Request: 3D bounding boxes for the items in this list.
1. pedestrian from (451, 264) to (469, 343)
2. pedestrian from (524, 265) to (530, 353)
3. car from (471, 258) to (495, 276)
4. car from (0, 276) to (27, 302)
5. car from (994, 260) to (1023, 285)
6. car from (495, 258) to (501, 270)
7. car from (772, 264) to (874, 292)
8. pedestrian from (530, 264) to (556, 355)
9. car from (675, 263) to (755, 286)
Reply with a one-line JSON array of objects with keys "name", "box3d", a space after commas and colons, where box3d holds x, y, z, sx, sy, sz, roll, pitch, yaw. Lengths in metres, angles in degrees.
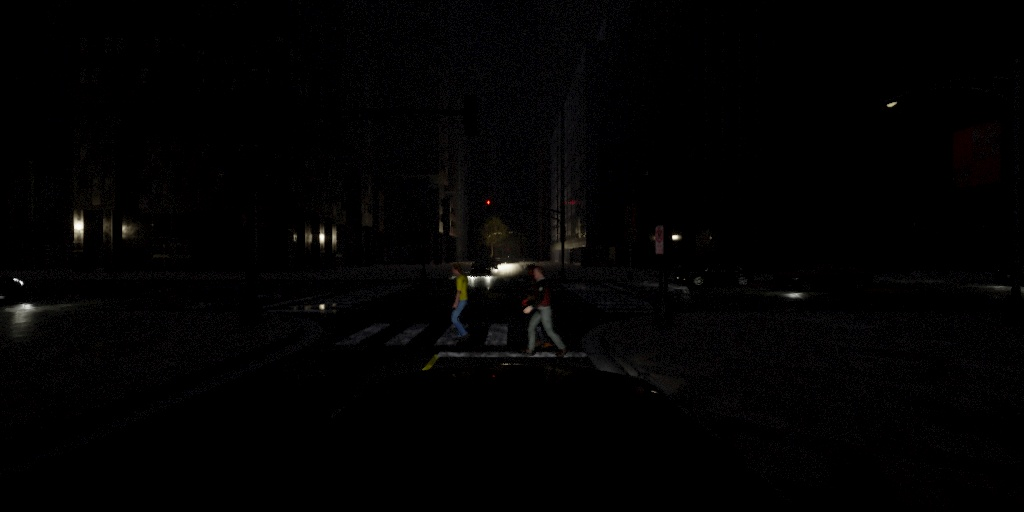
[{"name": "pedestrian", "box3d": [-1.158, 1.036, 8.281, 0.375, 1.860, 0.375, 0, 0, 0]}, {"name": "pedestrian", "box3d": [0.515, 1.037, 7.679, 0.375, 1.860, 0.375, 0, 0, 0]}, {"name": "car", "box3d": [-3.113, 1.187, 37.534, 1.882, 1.535, 5.008, 0, 1, 1]}, {"name": "car", "box3d": [-22.759, 1.080, 14.387, 4.553, 1.767, 2.097, 0, 0, 0]}, {"name": "car", "box3d": [36.255, 0.981, 24.111, 5.566, 2.045, 2.150, 0, 0, 0]}, {"name": "car", "box3d": [-3.131, 1.045, 52.238, 2.097, 1.767, 4.553, 0, 0, 0]}, {"name": "car", "box3d": [18.029, 1.222, 20.942, 5.008, 1.535, 1.882, 0, 0, 0]}, {"name": "pedestrian", "box3d": [0.604, 1.038, 7.042, 0.375, 1.860, 0.375, 0, 0, 0]}, {"name": "car", "box3d": [13.627, 1.234, 24.207, 4.892, 1.490, 1.837, 0, 0, 0]}]
